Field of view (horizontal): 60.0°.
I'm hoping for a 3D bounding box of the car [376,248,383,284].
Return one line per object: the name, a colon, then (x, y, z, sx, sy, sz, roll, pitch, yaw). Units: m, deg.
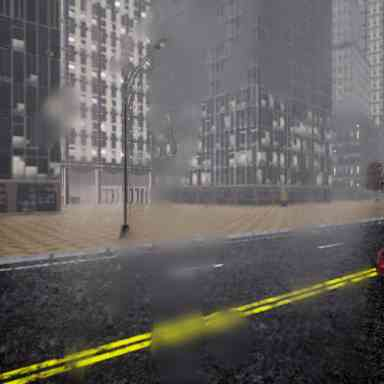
car: (6.278, 1.535, 8.205, 4.674, 1.442, 1.812, 0, 0, -37)
